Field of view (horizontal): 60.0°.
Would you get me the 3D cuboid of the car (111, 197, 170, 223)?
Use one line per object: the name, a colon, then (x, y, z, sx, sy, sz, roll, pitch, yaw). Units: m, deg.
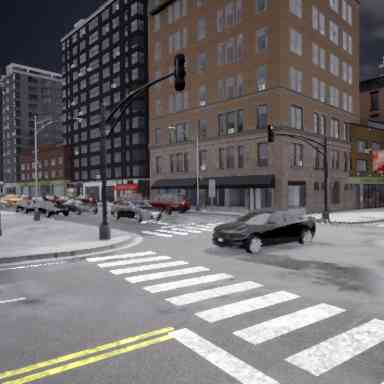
car: (-4.187, 1.372, 24.677, 2.128, 1.511, 4.902, -1, 1, -44)

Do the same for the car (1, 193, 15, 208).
car: (-23.799, 1.248, 40.912, 1.752, 1.417, 4.829, 0, 1, -44)

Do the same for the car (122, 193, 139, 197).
car: (-6.296, 1.045, 35.132, 2.192, 1.841, 5.009, 0, 1, -44)

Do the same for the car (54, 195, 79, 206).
car: (-17.812, 1.181, 46.983, 1.802, 1.307, 4.206, 0, 1, -44)

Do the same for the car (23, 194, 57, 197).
car: (-17.536, 1.258, 38.424, 1.812, 1.442, 4.674, -1, 1, -44)

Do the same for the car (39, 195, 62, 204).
car: (-21.650, 1.136, 50.933, 1.802, 1.307, 4.206, 0, 1, -44)

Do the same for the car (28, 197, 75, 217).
car: (-12.405, 1.418, 29.188, 1.947, 1.339, 4.313, 0, 1, -44)

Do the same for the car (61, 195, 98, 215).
car: (-10.606, 1.336, 31.280, 1.812, 1.442, 4.674, -1, 1, -44)

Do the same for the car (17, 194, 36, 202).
car: (-29.327, 1.044, 58.832, 1.802, 1.307, 4.206, 0, 1, -44)

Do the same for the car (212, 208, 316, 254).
car: (3.105, 1.486, 13.896, 5.008, 1.535, 1.882, -1, 1, -35)

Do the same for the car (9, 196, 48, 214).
car: (-16.243, 1.375, 33.137, 1.947, 1.339, 4.313, 0, 1, -44)

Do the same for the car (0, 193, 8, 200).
car: (-40.842, 0.886, 70.681, 1.947, 1.339, 4.313, 0, 1, -44)

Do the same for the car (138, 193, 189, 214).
car: (-2.457, 1.087, 31.182, 2.192, 1.841, 5.009, 0, 1, -44)
